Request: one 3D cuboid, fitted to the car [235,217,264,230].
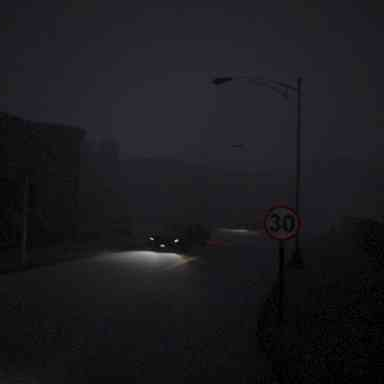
[{"bbox_3d":[6.902,3.593,38.657,2.033,1.411,5.357,0,-3,32],"label":"car"}]

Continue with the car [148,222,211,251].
[{"bbox_3d":[-0.497,2.451,19.168,2.033,1.411,5.357,1,-3,22],"label":"car"}]
